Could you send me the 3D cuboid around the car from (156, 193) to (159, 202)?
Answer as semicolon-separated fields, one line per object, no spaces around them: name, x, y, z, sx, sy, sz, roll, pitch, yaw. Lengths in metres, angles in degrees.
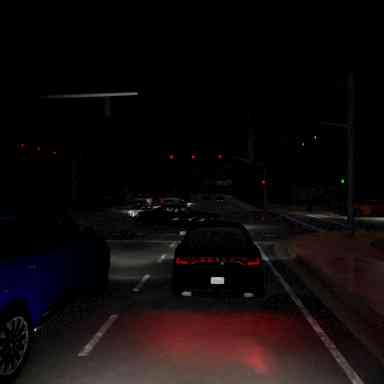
car;-5.848;1.221;55.623;2.150;2.045;5.566;0;0;5

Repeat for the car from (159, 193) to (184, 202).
car;-2.894;1.221;48.923;2.150;2.045;5.566;0;0;5

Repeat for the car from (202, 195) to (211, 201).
car;3.639;1.524;84.720;1.812;1.442;4.674;0;0;5

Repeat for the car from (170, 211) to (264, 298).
car;0.646;1.478;8.590;1.882;1.535;5.008;0;0;4

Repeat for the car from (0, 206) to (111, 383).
car;-3.075;1.221;5.481;2.150;2.045;5.566;0;0;3

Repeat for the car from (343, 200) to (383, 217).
car;16.746;1.478;30.951;5.008;1.535;1.882;0;0;5

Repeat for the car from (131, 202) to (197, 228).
car;-0.895;1.547;21.635;5.357;1.411;2.033;0;0;5

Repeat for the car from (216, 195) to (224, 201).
car;7.156;1.552;84.781;1.994;1.385;4.181;0;0;5

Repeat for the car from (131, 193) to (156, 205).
car;-6.724;1.221;45.313;2.150;2.045;5.566;0;0;3

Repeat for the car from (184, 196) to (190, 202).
car;-2.084;1.352;58.580;2.097;1.767;4.553;0;0;5
